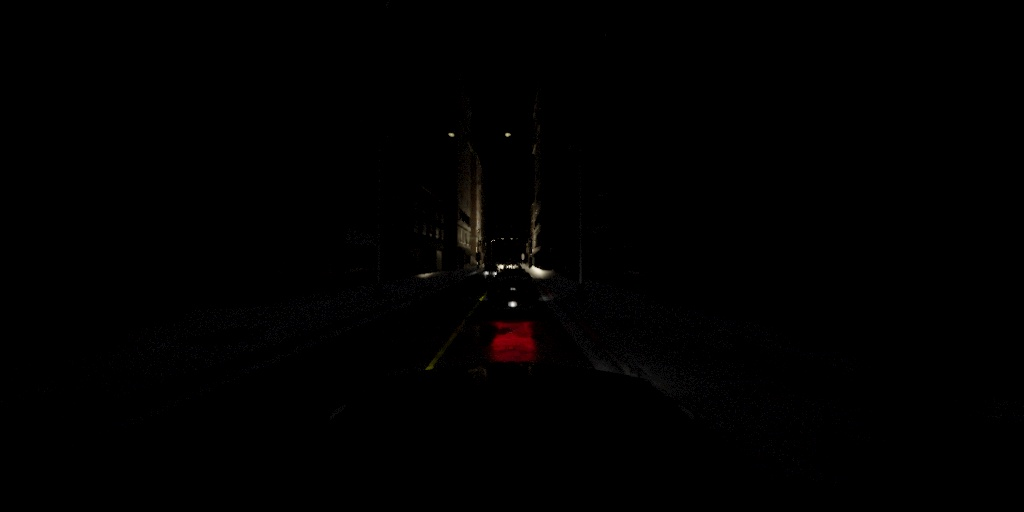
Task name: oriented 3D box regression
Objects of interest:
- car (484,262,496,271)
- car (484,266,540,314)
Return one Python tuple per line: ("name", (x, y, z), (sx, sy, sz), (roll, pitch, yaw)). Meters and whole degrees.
("car", (-3.072, 1.635, 52.706), (2.033, 1.411, 5.357), (0, 0, 0))
("car", (0.049, 1.345, 14.262), (1.837, 1.490, 4.892), (0, 0, 1))
